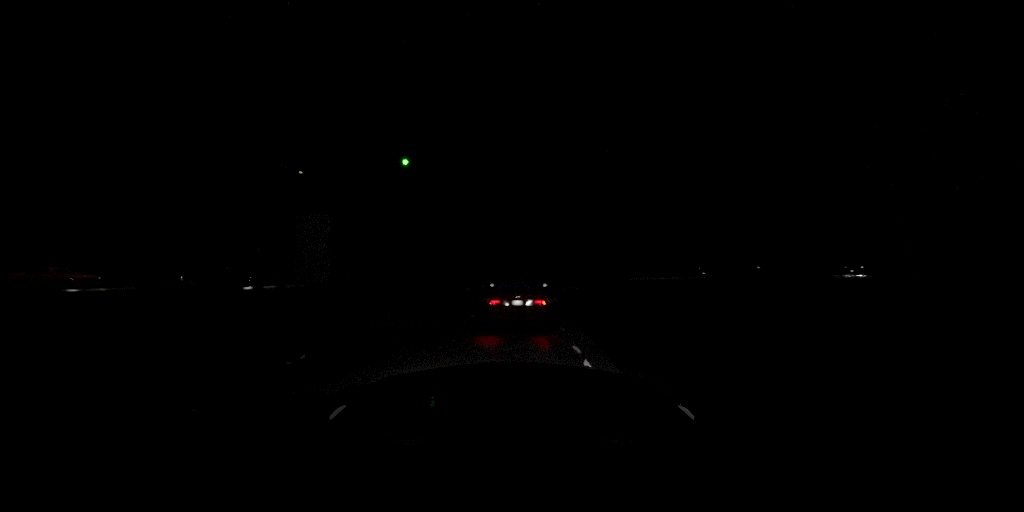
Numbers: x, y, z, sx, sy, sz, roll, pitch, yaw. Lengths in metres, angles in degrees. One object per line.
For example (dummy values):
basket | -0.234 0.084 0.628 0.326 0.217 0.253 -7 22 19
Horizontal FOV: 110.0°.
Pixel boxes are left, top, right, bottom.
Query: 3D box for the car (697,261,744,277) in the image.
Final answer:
car | 17.597 1.025 28.846 4.718 1.301 1.895 -1 -2 0

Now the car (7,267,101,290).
car | -31.954 1.540 25.152 5.008 1.535 1.882 0 -2 0

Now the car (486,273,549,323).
car | 0.215 1.274 11.977 2.033 1.411 5.357 0 0 2

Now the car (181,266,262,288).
car | -20.272 1.429 25.150 4.892 1.490 1.837 -1 -2 0

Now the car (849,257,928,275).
car | 29.988 0.776 28.852 5.357 1.411 2.033 -1 -2 0

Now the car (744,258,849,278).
car | 19.876 0.812 25.225 5.357 1.411 2.033 -1 -2 1

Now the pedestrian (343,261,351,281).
pedestrian | -15.127 1.378 32.754 0.375 1.860 0.375 0 -1 0
